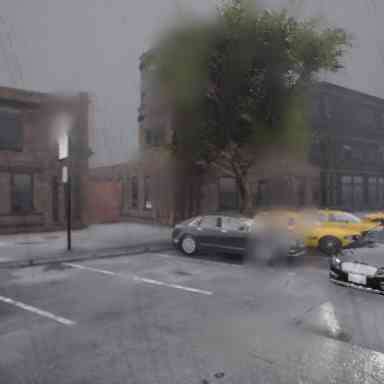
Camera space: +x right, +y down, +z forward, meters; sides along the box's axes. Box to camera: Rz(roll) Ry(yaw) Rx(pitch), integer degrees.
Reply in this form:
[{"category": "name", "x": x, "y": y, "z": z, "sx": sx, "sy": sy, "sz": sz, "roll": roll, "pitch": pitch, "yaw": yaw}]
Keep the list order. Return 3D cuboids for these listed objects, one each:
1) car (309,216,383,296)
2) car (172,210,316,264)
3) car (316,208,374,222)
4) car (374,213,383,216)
[{"category": "car", "x": 5.382, "y": 1.517, "z": 8.257, "sx": 4.902, "sy": 1.511, "sz": 2.128, "roll": 0, "pitch": 0, "yaw": -36}, {"category": "car", "x": 1.533, "y": 1.509, "z": 11.911, "sx": 4.892, "sy": 1.521, "sz": 2.231, "roll": -1, "pitch": -1, "yaw": 35}, {"category": "car", "x": 4.133, "y": 1.511, "z": 13.543, "sx": 5.366, "sy": 1.575, "sz": 1.946, "roll": -1, "pitch": -1, "yaw": 34}, {"category": "car", "x": 6.574, "y": 1.520, "z": 15.289, "sx": 5.366, "sy": 1.575, "sz": 1.946, "roll": -1, "pitch": -1, "yaw": 34}]
